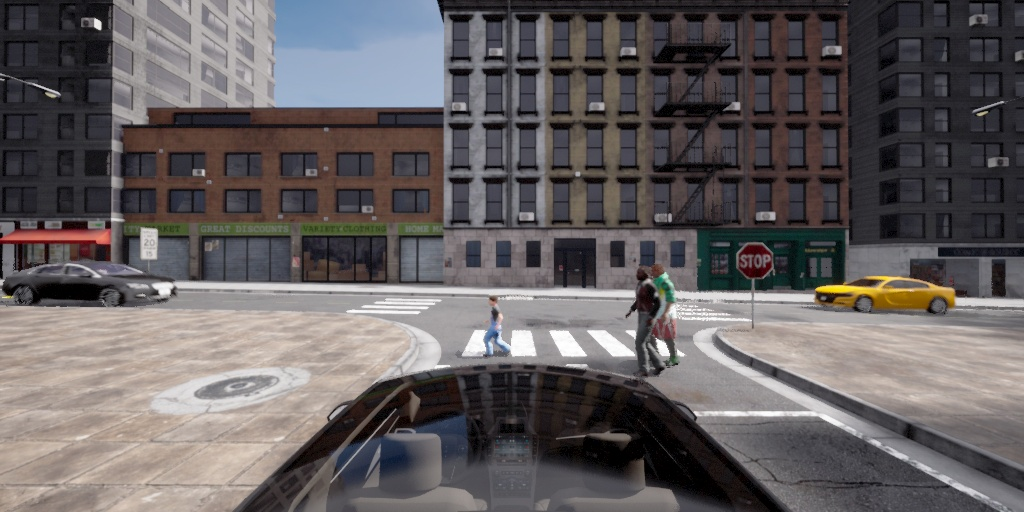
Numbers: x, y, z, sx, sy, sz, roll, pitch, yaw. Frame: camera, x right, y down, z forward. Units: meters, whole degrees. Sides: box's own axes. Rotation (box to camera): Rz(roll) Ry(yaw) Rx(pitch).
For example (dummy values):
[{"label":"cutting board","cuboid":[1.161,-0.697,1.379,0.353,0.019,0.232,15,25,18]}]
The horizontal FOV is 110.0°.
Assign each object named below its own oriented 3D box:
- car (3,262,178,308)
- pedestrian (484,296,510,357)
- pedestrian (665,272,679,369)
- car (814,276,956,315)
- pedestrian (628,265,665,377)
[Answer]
[{"label":"car","cuboid":[-14.864,0.971,12.825,4.902,1.511,2.128,1,0,0]},{"label":"pedestrian","cuboid":[-0.291,1.326,7.121,0.375,1.300,0.375,0,0,0]},{"label":"pedestrian","cuboid":[2.718,1.044,6.529,0.375,1.860,0.375,0,0,0]},{"label":"car","cuboid":[16.133,1.636,15.676,5.008,1.535,1.882,1,0,0]},{"label":"pedestrian","cuboid":[2.210,1.044,5.926,0.375,1.860,0.375,0,0,0]}]
